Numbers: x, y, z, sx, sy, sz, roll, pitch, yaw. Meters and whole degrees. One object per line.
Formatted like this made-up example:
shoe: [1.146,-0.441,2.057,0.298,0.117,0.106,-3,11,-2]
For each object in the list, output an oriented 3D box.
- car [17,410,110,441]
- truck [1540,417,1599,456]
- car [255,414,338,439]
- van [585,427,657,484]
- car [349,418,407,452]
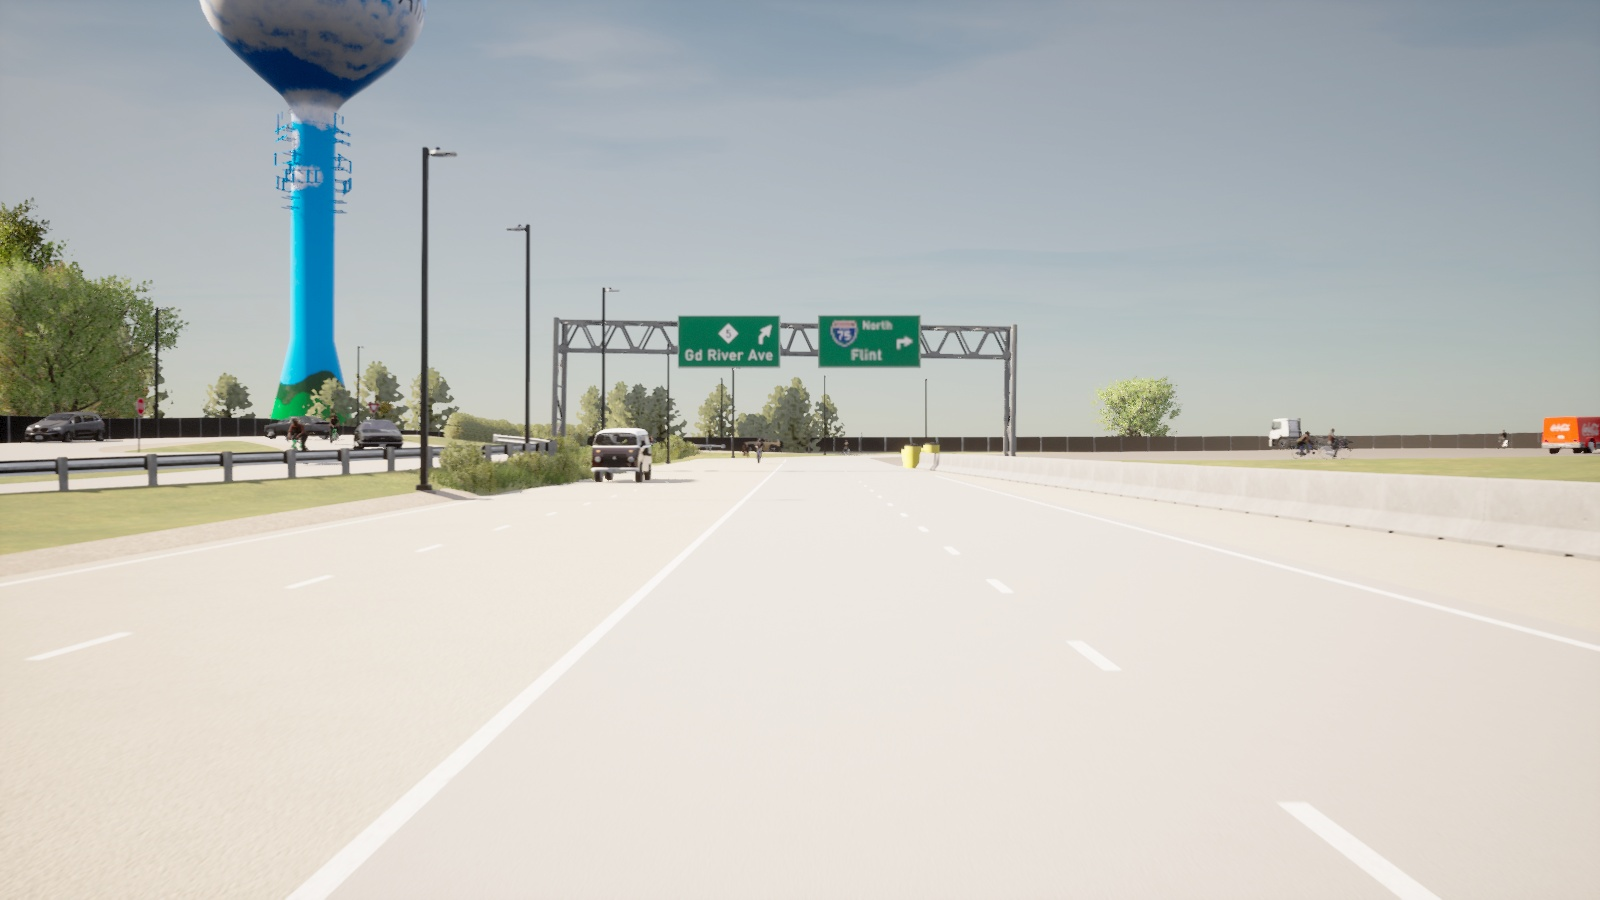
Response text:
car: [-40.375,-1.383,68.975,2.242,1.667,4.611,0,2,3]
truck: [51.710,-0.902,83.022,5.204,2.467,2.627,-1,0,-32]
car: [-32.239,-1.509,80.424,4.902,1.511,2.128,1,1,25]
van: [-6.713,0.170,47.497,2.069,2.038,4.480,0,0,0]
car: [-18.933,-0.683,56.163,2.033,1.411,5.357,0,2,-23]
